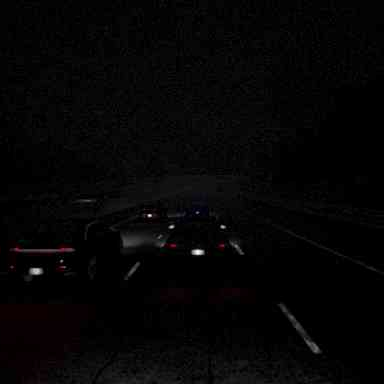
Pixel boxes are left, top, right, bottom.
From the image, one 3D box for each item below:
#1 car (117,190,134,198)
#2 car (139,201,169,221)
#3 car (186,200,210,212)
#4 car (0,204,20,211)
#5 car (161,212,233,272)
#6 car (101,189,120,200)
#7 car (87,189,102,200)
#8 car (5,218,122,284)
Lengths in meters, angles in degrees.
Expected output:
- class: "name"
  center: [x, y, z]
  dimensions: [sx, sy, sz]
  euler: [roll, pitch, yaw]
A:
- class: "car"
  center: [-12.255, 0.875, 63.361]
  dimensions: [1.994, 1.385, 4.181]
  euler: [0, 1, 4]
- class: "car"
  center: [-3.049, 1.453, 26.830]
  dimensions: [1.837, 1.490, 4.892]
  euler: [0, 0, 1]
- class: "car"
  center: [0.488, 1.415, 28.358]
  dimensions: [1.882, 1.535, 5.008]
  euler: [0, 0, 1]
- class: "car"
  center: [-13.844, 1.515, 22.910]
  dimensions: [2.033, 1.411, 5.357]
  euler: [0, 0, 1]
- class: "car"
  center: [0.176, 1.568, 10.814]
  dimensions: [1.994, 1.385, 4.181]
  euler: [0, 0, 1]
- class: "car"
  center: [-15.583, 0.470, 66.206]
  dimensions: [2.150, 2.045, 5.566]
  euler: [0, 2, 3]
- class: "car"
  center: [-19.058, 0.460, 66.725]
  dimensions: [2.150, 2.045, 5.566]
  euler: [0, 1, 3]
- class: "car"
  center: [-3.337, 1.493, 9.580]
  dimensions: [2.128, 1.511, 4.902]
  euler: [0, 0, 0]
